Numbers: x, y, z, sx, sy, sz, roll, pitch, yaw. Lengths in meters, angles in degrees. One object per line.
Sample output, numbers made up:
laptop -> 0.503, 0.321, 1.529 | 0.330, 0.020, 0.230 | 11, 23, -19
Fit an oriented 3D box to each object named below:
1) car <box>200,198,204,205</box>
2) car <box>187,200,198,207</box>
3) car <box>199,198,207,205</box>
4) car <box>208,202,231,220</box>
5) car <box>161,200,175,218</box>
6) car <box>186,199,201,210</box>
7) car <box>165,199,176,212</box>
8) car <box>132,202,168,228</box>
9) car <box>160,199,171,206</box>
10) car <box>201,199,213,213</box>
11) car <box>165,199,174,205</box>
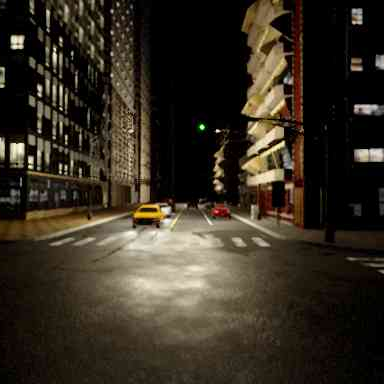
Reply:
car -> 2.690, 2.076, 50.258 | 2.008, 1.369, 4.403 | 0, -1, 0
car -> 0.084, 2.245, 64.757 | 1.994, 1.385, 4.181 | 0, -1, 0
car -> 2.688, 2.335, 84.149 | 1.967, 1.590, 4.097 | 0, -1, 0
car -> 2.741, 1.910, 31.694 | 1.802, 1.307, 4.206 | 0, -1, 0
car -> -3.102, 1.879, 34.066 | 1.812, 1.442, 4.674 | 0, -1, 0
car -> 0.097, 2.075, 54.448 | 1.837, 1.490, 4.892 | 0, -1, 0
car -> -3.093, 2.013, 44.705 | 2.033, 1.411, 5.357 | 0, -1, 0
car -> -3.101, 1.728, 24.307 | 1.882, 1.535, 5.008 | 0, -1, 0
car -> -5.692, 2.321, 72.851 | 2.008, 1.369, 4.403 | 0, -1, 0
car -> 2.690, 2.015, 44.611 | 2.008, 1.369, 4.403 | 0, -1, 0
car -> -5.693, 2.440, 84.148 | 1.887, 1.381, 4.507 | 0, -1, 0
